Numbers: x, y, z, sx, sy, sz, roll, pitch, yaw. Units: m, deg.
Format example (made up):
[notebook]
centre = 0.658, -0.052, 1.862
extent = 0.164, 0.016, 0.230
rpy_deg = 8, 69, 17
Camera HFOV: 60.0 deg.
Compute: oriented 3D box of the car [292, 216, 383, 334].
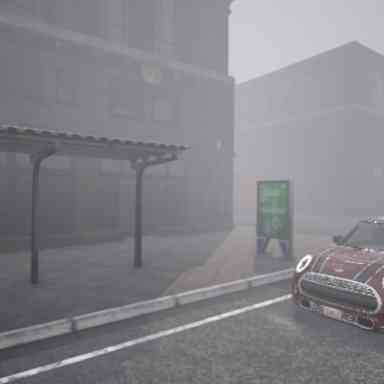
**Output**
[car]
centre = 4.046, 1.297, 6.575
extent = 4.553, 1.767, 2.097
rpy_deg = -1, 0, -36
